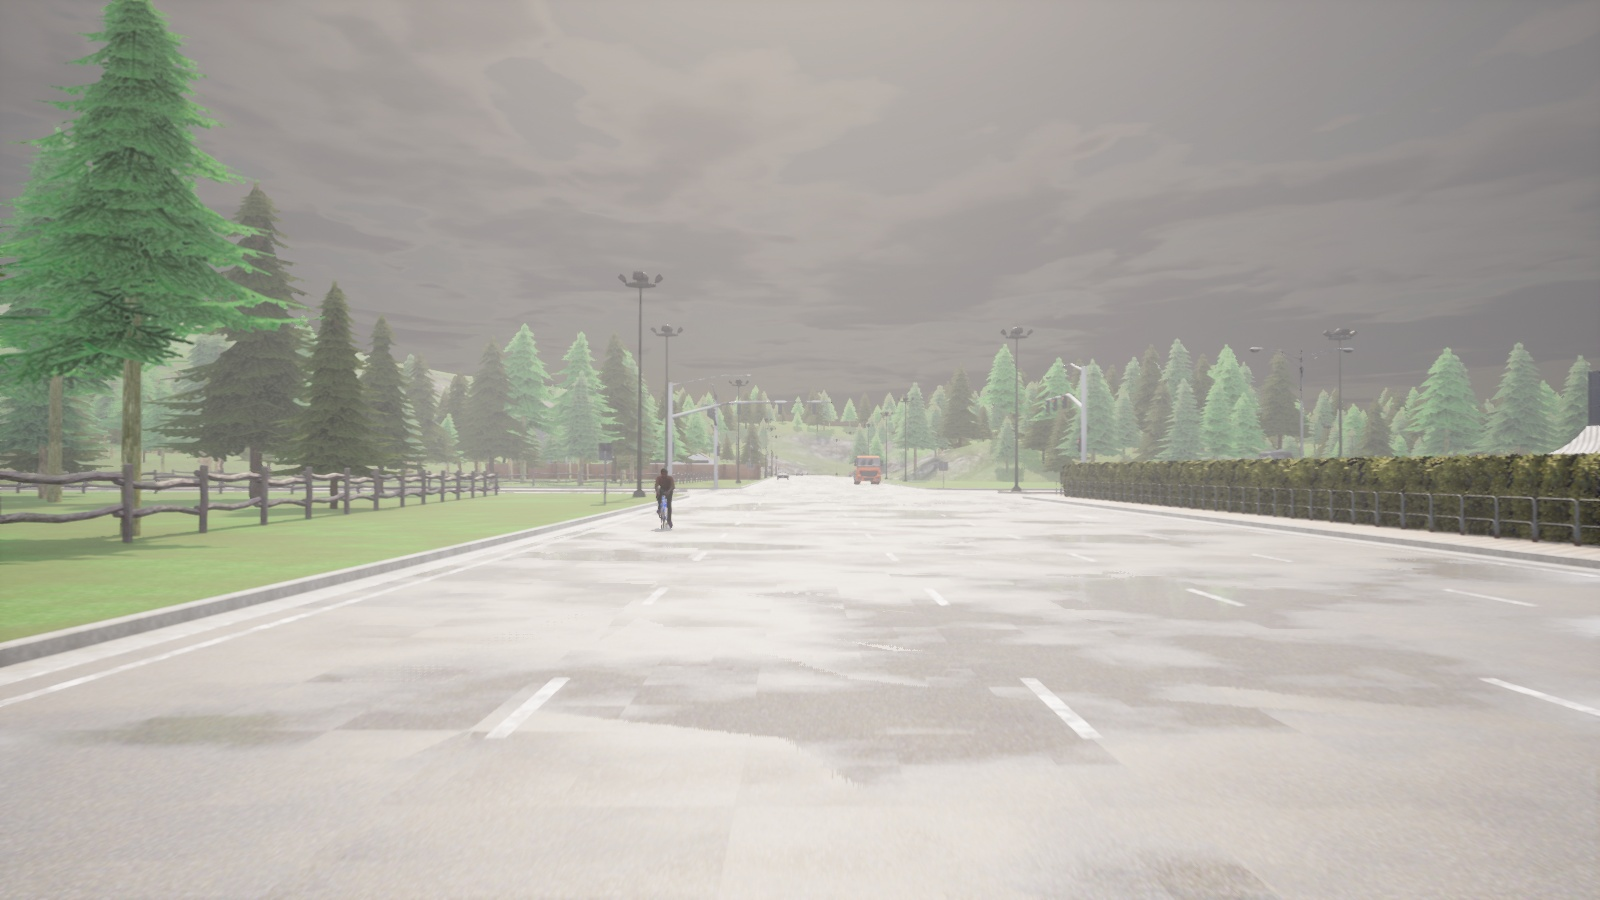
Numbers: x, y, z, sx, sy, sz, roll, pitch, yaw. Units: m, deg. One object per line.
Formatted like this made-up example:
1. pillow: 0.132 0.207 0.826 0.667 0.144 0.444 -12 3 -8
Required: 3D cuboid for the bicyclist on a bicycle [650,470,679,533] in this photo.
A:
1. bicyclist on a bicycle: -3.578 1.338 33.202 0.582 1.620 1.656 0 -1 0
